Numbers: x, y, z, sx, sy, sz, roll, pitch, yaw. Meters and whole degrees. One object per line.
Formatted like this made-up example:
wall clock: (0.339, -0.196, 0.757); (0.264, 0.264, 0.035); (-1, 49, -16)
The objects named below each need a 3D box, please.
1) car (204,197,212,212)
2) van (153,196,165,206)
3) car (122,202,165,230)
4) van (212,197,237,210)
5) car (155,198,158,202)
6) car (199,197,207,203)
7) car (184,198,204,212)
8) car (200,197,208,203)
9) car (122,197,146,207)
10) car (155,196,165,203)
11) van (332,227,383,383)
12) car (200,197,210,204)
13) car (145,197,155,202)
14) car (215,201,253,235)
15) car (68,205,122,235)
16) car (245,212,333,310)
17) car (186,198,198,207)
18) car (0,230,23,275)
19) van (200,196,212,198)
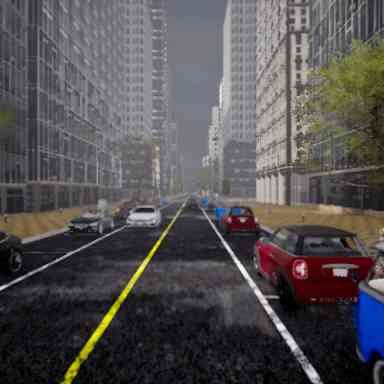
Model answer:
car: (2.628, 1.725, 42.029); (2.008, 1.369, 4.403); (-1, 0, 0)
van: (-5.775, 1.584, 59.071); (1.690, 1.788, 3.998); (-1, 0, 0)
car: (-3.052, 1.618, 21.942); (1.812, 1.442, 4.674); (0, 0, 0)
van: (2.648, 1.446, 24.979); (1.690, 1.788, 3.998); (-1, 0, 0)
car: (-5.752, 1.757, 42.018); (1.802, 1.307, 4.206); (-1, 0, 0)
car: (2.707, 1.892, 81.815); (1.947, 1.339, 4.313); (-1, 0, 0)
car: (0.065, 1.734, 41.167); (1.994, 1.385, 4.181); (0, 0, -2)
car: (2.697, 1.887, 76.130); (1.802, 1.307, 4.206); (-1, 0, 0)
car: (-5.738, 1.569, 30.652); (1.967, 1.590, 4.097); (-1, 0, 0)
car: (-5.767, 1.803, 53.386); (1.802, 1.307, 4.206); (-1, 0, 0)
van: (2.677, 1.351, 2.245); (1.690, 1.788, 3.998); (-1, 0, 0)
car: (2.645, 1.850, 70.446); (1.947, 1.339, 4.313); (-1, 0, 0)
car: (-5.747, 1.467, 36.336); (2.192, 1.841, 5.009); (-1, 0, 0)
car: (2.656, 1.521, 19.295); (1.967, 1.590, 4.097); (-1, 0, 0)
car: (-5.723, 1.633, 19.284); (2.008, 1.369, 4.403); (-1, 0, 0)
car: (2.671, 1.474, 7.928); (1.967, 1.590, 4.097); (-1, 0, 0)
car: (0.030, 1.733, 55.423); (1.837, 1.490, 4.892); (0, 0, 0)
car: (-5.709, 1.600, 7.917); (1.947, 1.339, 4.313); (-1, 0, 0)
van: (2.611, 1.561, 53.398); (1.690, 1.788, 3.998); (-1, 0, 0)
